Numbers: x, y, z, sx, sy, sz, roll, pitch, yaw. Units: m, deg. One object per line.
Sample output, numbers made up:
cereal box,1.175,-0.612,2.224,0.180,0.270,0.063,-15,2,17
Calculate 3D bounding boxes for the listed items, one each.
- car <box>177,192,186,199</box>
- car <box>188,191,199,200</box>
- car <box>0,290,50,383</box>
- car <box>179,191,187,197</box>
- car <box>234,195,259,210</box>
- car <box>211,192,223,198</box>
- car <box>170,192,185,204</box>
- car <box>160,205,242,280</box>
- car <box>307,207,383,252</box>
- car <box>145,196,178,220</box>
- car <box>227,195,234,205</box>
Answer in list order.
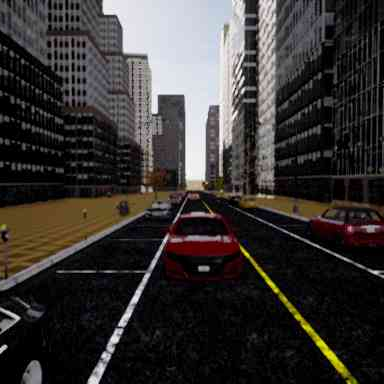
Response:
car,-2.386,0.743,75.022,1.802,1.307,4.206,-1,1,0
car,0.323,0.636,63.444,2.097,1.767,4.553,0,1,0
car,-2.345,1.527,1.902,2.008,1.369,4.403,-1,1,0
car,-2.392,0.594,86.271,2.008,1.369,4.403,-1,1,0
car,6.016,1.114,35.825,1.752,1.417,4.829,-1,1,0
car,5.993,0.685,75.195,1.752,1.417,4.829,-1,1,0
car,-2.373,0.905,46.897,1.967,1.590,4.097,-1,1,0
car,0.254,1.362,9.745,1.882,1.535,5.008,0,1,0
car,6.026,1.286,13.154,1.967,1.590,4.097,-1,1,0
car,-2.358,1.267,24.400,2.008,1.369,4.403,-1,1,0
car,6.010,1.031,46.903,1.947,1.339,4.313,-1,1,0
